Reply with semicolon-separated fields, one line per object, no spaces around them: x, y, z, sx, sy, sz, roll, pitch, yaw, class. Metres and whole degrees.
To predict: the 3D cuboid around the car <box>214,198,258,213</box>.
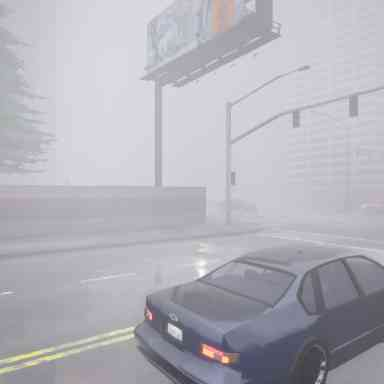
5.092;1.478;36.865;1.882;1.535;5.008;0;0;-35;car

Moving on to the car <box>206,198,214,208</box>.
2.229;1.564;47.366;1.994;1.385;4.181;0;0;-35;car

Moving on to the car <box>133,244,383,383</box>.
1.832;1.547;5.069;5.357;1.411;2.033;0;0;-37;car

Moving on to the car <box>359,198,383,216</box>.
18.461;1.352;31.594;4.553;1.767;2.097;0;-1;22;car
